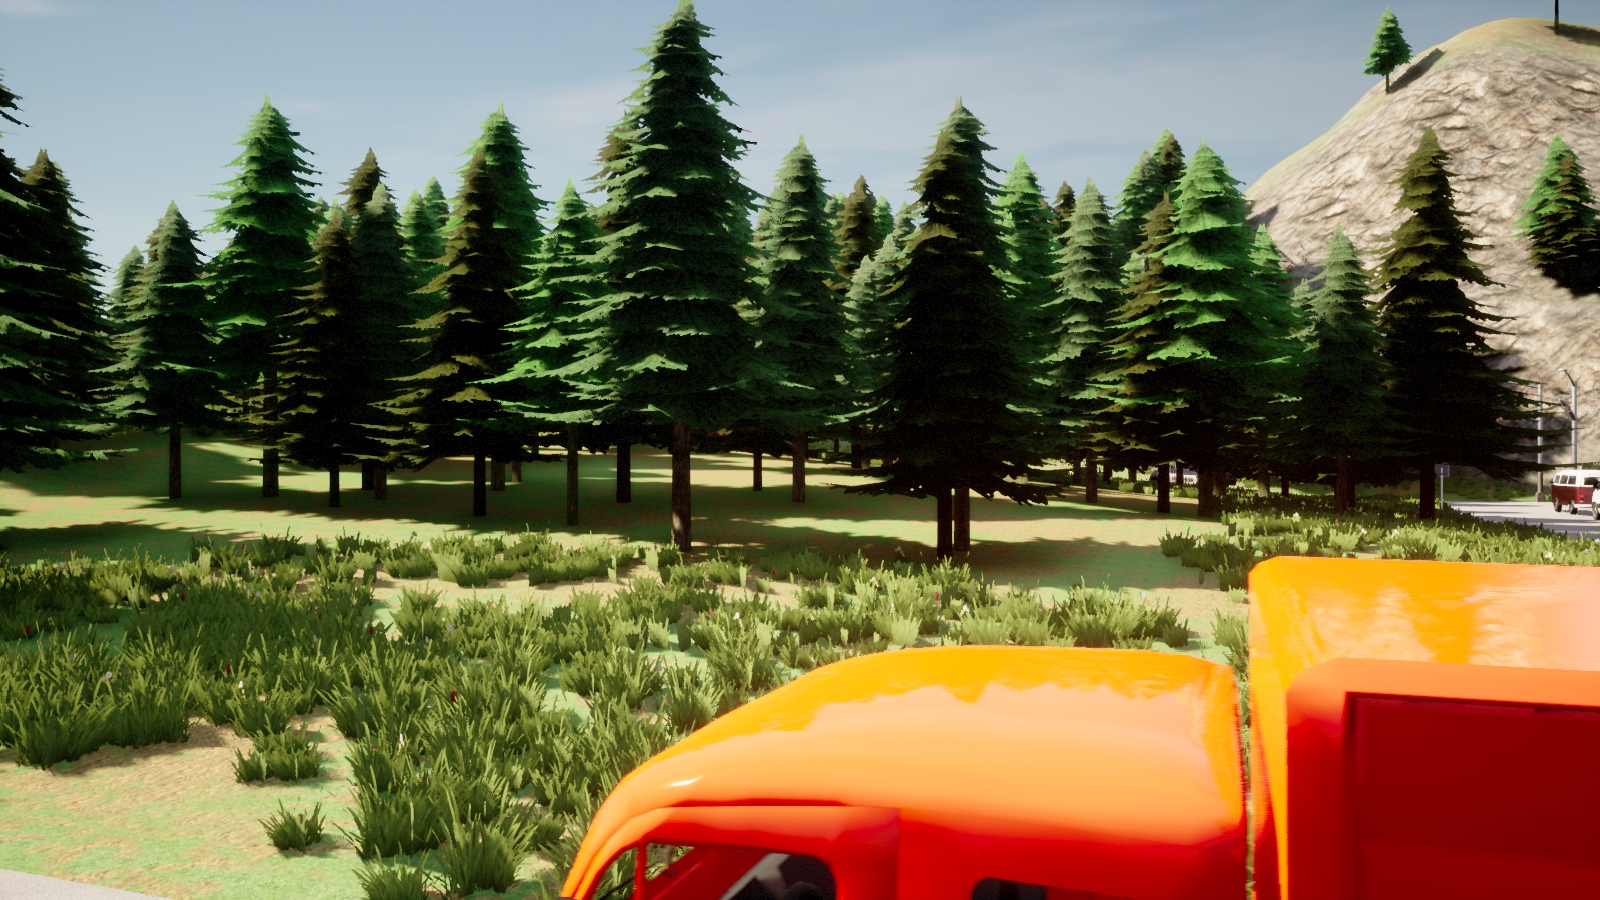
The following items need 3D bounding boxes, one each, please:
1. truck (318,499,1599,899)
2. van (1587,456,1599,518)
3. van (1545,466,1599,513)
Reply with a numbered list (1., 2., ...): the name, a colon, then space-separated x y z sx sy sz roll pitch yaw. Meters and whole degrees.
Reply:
1. truck: 1.934 1.423 2.637 5.204 2.467 2.627 0 0 20
2. van: 33.726 1.534 45.978 1.988 2.561 5.915 0 0 20
3. van: 36.159 1.782 52.642 2.069 2.038 4.480 0 0 20
